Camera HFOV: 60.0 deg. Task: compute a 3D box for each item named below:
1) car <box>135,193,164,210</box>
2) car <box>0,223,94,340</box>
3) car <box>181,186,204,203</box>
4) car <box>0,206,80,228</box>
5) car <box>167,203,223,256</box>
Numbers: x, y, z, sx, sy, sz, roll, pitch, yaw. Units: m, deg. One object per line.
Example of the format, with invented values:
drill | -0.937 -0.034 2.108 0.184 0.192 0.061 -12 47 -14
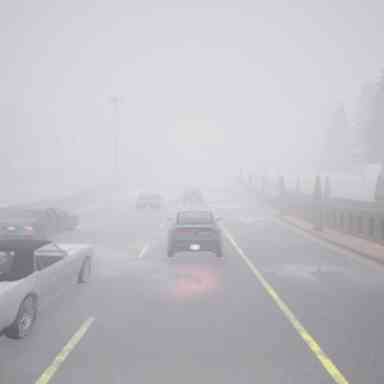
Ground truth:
car | -3.416 0.701 27.642 1.895 1.301 4.718 0 5 0
car | -3.402 1.553 6.389 1.895 1.301 4.718 0 0 0
car | 0.065 0.217 31.831 1.837 1.490 4.892 0 6 0
car | -6.905 1.363 15.273 2.033 1.411 5.357 0 2 0
car | 0.097 1.390 12.600 1.837 1.490 4.892 0 1 0
